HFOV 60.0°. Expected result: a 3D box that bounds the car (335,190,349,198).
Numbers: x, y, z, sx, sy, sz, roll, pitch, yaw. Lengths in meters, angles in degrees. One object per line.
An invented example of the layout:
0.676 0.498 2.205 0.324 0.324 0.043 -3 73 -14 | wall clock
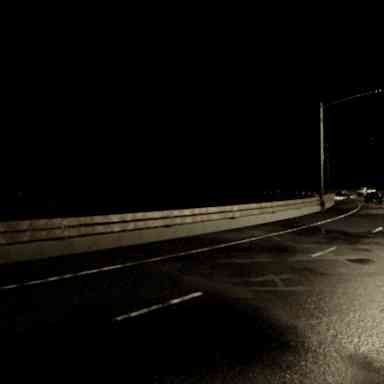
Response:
31.475 0.391 69.847 2.128 1.511 4.902 -1 1 8 | car

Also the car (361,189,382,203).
24.211 0.726 44.617 1.837 1.490 4.892 0 1 23 | car

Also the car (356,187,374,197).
34.288 0.097 65.572 2.150 2.045 5.566 -1 1 10 | car
